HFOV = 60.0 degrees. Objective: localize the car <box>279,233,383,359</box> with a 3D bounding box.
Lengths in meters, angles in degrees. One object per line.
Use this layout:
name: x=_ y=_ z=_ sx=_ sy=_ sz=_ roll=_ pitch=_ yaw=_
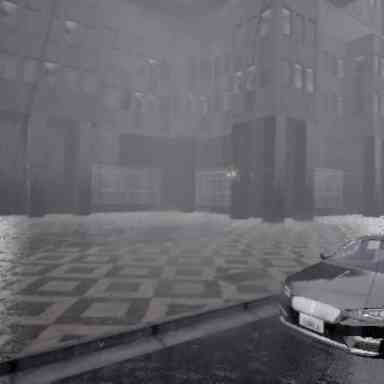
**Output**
car: x=3.635 y=1.542 z=5.943 sx=4.902 sy=1.511 sz=2.128 roll=1 pitch=0 yaw=-35
